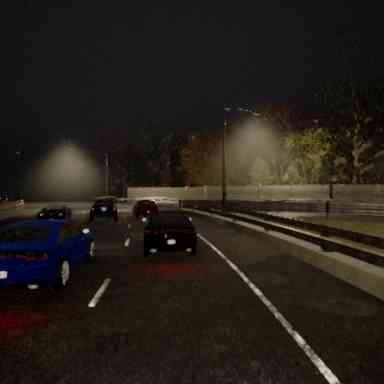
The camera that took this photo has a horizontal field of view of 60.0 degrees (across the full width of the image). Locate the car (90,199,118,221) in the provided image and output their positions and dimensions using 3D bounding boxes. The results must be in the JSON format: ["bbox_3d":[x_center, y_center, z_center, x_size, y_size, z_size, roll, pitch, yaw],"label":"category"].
[{"bbox_3d":[-7.157,1.337,27.079,2.097,1.767,4.553,0,0,-14],"label":"car"}]

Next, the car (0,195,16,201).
[{"bbox_3d":[-46.137,1.461,81.587,5.357,1.411,2.033,0,0,37],"label":"car"}]

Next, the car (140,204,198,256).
[{"bbox_3d":[-0.962,1.459,13.211,1.882,1.535,5.008,0,0,-7],"label":"car"}]

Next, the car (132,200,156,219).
[{"bbox_3d":[-4.149,1.445,29.385,1.882,1.535,5.008,0,0,-15],"label":"car"}]

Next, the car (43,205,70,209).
[{"bbox_3d":[-10.259,1.602,25.219,1.895,1.301,4.718,0,0,-13],"label":"car"}]

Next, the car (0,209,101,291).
[{"bbox_3d":[-4.007,1.480,9.085,1.882,1.535,5.008,0,0,-5],"label":"car"}]

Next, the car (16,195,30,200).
[{"bbox_3d":[-43.927,1.445,84.301,5.357,1.411,2.033,0,0,37],"label":"car"}]
